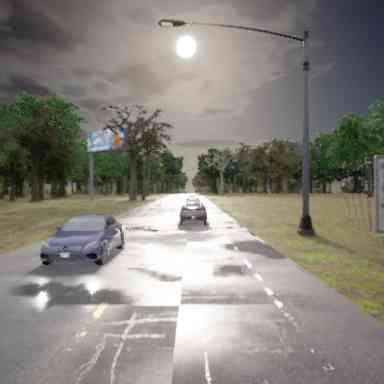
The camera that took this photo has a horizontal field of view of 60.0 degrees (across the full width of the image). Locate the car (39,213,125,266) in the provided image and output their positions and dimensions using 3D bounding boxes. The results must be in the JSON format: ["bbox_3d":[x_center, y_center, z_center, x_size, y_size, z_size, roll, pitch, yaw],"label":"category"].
[{"bbox_3d":[-3.588,1.519,11.731,1.812,1.442,4.674,0,0,0],"label":"car"}]

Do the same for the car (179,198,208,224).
[{"bbox_3d":[0.094,1.420,23.888,2.128,1.511,4.902,0,0,0],"label":"car"}]
